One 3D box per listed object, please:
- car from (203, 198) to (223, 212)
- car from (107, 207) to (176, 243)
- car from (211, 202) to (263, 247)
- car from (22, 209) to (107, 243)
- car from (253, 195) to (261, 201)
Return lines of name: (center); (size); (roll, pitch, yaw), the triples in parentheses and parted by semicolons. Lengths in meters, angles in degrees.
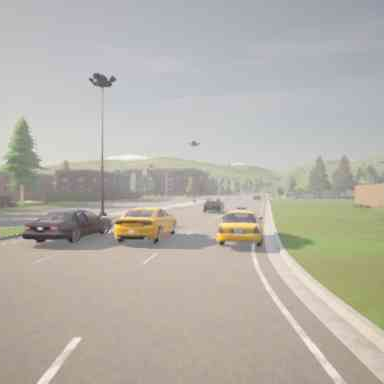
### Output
car: (2.512, 1.474, 37.670); (2.128, 1.511, 4.902); (0, 0, 13)
car: (-2.086, 1.472, 16.124); (1.882, 1.535, 5.008); (0, 0, 10)
car: (2.250, 1.448, 15.093); (1.801, 1.575, 5.366); (0, 0, 12)
car: (-5.714, 1.544, 16.012); (2.033, 1.411, 5.357); (0, 0, 11)
car: (16.236, 1.335, 83.222); (2.033, 1.411, 5.357); (0, 0, 13)
